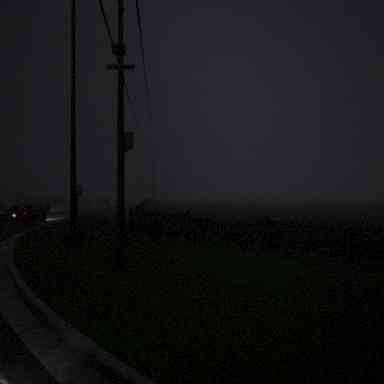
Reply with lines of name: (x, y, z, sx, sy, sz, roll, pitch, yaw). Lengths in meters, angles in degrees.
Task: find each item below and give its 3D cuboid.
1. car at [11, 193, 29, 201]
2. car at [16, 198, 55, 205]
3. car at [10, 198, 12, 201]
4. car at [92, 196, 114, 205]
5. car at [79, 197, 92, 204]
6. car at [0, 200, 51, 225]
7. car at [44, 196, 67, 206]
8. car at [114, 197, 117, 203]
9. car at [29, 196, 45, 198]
car: (-29.722, 1.203, 58.270, 2.150, 2.045, 5.566, 0, 0, -5)
car: (-16.962, 1.590, 36.303, 1.895, 1.301, 4.718, 0, 0, -5)
car: (-20.163, 1.515, 33.017, 1.812, 1.442, 4.674, 0, 0, -6)
car: (-15.575, 1.477, 58.461, 2.128, 1.511, 4.902, 0, 0, -5)
car: (-19.376, 1.585, 61.416, 1.895, 1.301, 4.718, 0, 0, -5)
car: (-12.170, 1.556, 24.330, 1.994, 1.385, 4.181, 0, 0, -7)
car: (-22.317, 1.477, 55.439, 2.128, 1.511, 4.902, 0, 0, -5)
car: (-16.783, 1.578, 69.972, 1.895, 1.301, 4.718, 0, 0, -5)
car: (-26.113, 1.474, 58.347, 2.128, 1.511, 4.902, 0, 0, -5)
